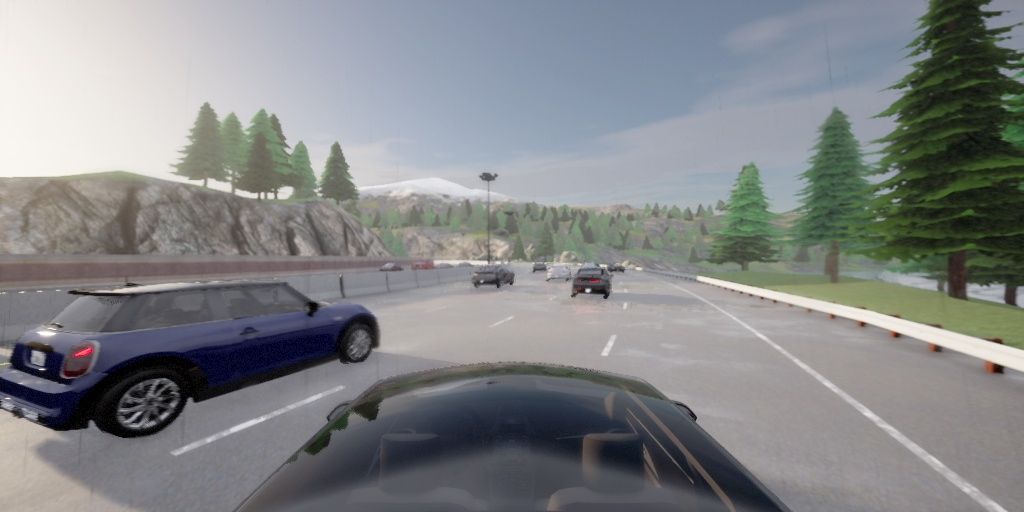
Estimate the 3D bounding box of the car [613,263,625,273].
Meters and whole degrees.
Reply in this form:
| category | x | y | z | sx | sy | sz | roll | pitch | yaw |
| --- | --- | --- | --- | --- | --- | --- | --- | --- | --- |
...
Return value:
| category | x | y | z | sx | sy | sz | roll | pitch | yaw |
| --- | --- | --- | --- | --- | --- | --- | --- | --- | --- |
| car | 14.327 | 1.681 | 49.850 | 1.895 | 1.301 | 4.718 | 0 | 0 | 6 |

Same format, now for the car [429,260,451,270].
| category | x | y | z | sx | sy | sz | roll | pitch | yaw |
| --- | --- | --- | --- | --- | --- | --- | --- | --- | --- |
| car | -10.062 | 1.727 | 53.117 | 2.033 | 1.411 | 5.357 | 0 | 0 | 7 |

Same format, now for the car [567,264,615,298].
| category | x | y | z | sx | sy | sz | roll | pitch | yaw |
| --- | --- | --- | --- | --- | --- | --- | --- | --- | --- |
| car | 4.373 | 1.380 | 19.403 | 1.837 | 1.490 | 4.892 | 0 | 0 | 17 |

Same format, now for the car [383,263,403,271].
| category | x | y | z | sx | sy | sz | roll | pitch | yaw |
| --- | --- | --- | --- | --- | --- | --- | --- | --- | --- |
| car | -17.321 | 1.714 | 51.581 | 1.812 | 1.442 | 4.674 | 0 | -1 | 7 |

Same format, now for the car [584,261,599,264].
| category | x | y | z | sx | sy | sz | roll | pitch | yaw |
| --- | --- | --- | --- | --- | --- | --- | --- | --- | --- |
| car | 10.927 | 1.627 | 51.280 | 1.812 | 1.442 | 4.674 | 0 | -1 | 6 |

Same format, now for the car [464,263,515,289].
| category | x | y | z | sx | sy | sz | roll | pitch | yaw |
| --- | --- | --- | --- | --- | --- | --- | --- | --- | --- |
| car | -1.208 | 1.426 | 25.124 | 2.128 | 1.511 | 4.902 | 0 | 0 | 16 |

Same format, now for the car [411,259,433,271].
| category | x | y | z | sx | sy | sz | roll | pitch | yaw |
| --- | --- | --- | --- | --- | --- | --- | --- | --- | --- |
| car | -13.418 | 1.426 | 54.477 | 2.150 | 2.045 | 5.566 | 0 | -1 | 6 |

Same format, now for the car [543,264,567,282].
| category | x | y | z | sx | sy | sz | roll | pitch | yaw |
| --- | --- | --- | --- | --- | --- | --- | --- | --- | --- |
| car | 4.264 | 1.500 | 32.286 | 1.812 | 1.442 | 4.674 | 0 | -1 | 13 |

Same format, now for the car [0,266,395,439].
| category | x | y | z | sx | sy | sz | roll | pitch | yaw |
| --- | --- | --- | --- | --- | --- | --- | --- | --- | --- |
| car | -4.377 | 1.148 | 5.894 | 2.097 | 1.767 | 4.553 | 0 | 0 | 23 |

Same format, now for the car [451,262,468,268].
| category | x | y | z | sx | sy | sz | roll | pitch | yaw |
| --- | --- | --- | --- | --- | --- | --- | --- | --- | --- |
| car | -6.787 | 1.660 | 51.219 | 1.837 | 1.490 | 4.892 | 0 | -1 | 7 |

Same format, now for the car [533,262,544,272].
| category | x | y | z | sx | sy | sz | roll | pitch | yaw |
| --- | --- | --- | --- | --- | --- | --- | --- | --- | --- |
| car | 4.081 | 1.627 | 53.231 | 2.128 | 1.511 | 4.902 | 0 | -1 | 5 |
